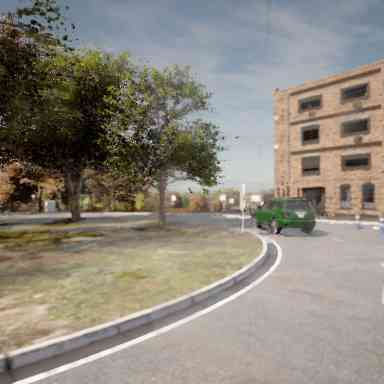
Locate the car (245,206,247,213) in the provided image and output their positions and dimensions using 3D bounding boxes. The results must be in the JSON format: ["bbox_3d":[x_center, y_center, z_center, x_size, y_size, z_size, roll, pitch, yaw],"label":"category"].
[{"bbox_3d":[9.737,3.908,68.442,2.163,1.488,4.792,-1,-4,16],"label":"car"}]

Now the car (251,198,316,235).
[{"bbox_3d":[5.483,1.415,20.582,2.150,2.045,5.566,0,-1,-8],"label":"car"}]

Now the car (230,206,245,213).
[{"bbox_3d":[8.284,3.541,63.154,2.002,1.452,4.674,1,-4,16],"label":"car"}]

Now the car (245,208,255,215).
[{"bbox_3d":[15.663,5.273,89.757,2.185,1.767,4.553,-1,-4,15],"label":"car"}]

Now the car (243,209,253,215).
[{"bbox_3d":[14.159,5.053,84.342,2.002,1.452,4.674,-1,-4,16],"label":"car"}]

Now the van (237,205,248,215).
[{"bbox_3d":[11.238,4.038,73.854,1.878,1.987,4.442,-1,-4,15],"label":"van"}]
